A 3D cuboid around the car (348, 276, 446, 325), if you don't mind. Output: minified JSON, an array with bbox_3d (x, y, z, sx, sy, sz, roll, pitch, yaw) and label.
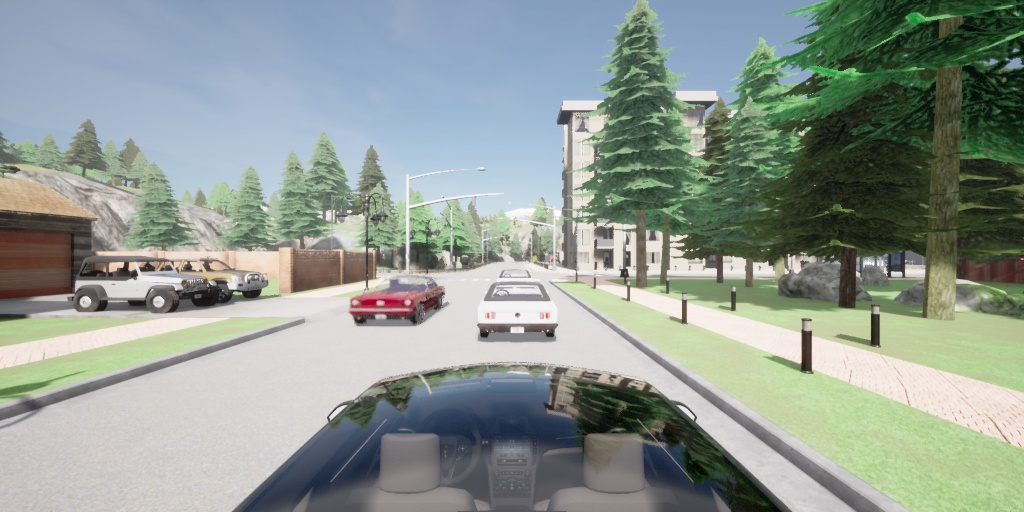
[{"bbox_3d":[-3.542,1.351,11.911,1.895,1.301,4.718,0,0,0],"label":"car"}]

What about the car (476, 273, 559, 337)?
[{"bbox_3d":[0.134,1.351,10.192,1.895,1.301,4.718,0,0,0],"label":"car"}]

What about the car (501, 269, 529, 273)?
[{"bbox_3d":[0.167,1.351,19.359,1.895,1.301,4.718,0,0,0],"label":"car"}]
